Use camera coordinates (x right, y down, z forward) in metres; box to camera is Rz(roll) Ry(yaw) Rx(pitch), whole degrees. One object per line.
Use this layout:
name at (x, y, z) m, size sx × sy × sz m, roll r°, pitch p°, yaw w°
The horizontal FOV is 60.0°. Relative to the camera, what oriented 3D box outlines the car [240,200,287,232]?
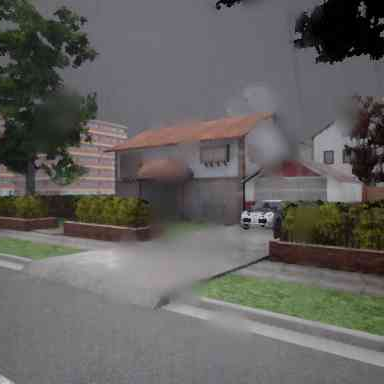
car at (4.085, 1.168, 17.390) m, size 1.970 × 1.475 × 3.806 m, roll 0°, pitch 0°, yaw 36°
